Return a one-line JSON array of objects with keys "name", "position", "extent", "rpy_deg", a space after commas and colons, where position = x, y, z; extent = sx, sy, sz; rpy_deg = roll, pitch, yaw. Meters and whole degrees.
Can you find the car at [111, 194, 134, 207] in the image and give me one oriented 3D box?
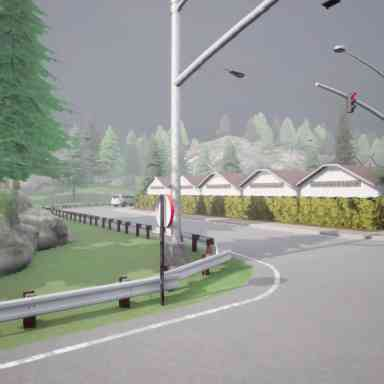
[{"name": "car", "position": [-10.501, 1.398, 53.881], "extent": [2.150, 2.045, 5.566], "rpy_deg": [0, 0, 36]}]
